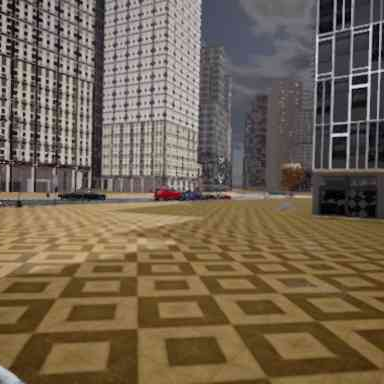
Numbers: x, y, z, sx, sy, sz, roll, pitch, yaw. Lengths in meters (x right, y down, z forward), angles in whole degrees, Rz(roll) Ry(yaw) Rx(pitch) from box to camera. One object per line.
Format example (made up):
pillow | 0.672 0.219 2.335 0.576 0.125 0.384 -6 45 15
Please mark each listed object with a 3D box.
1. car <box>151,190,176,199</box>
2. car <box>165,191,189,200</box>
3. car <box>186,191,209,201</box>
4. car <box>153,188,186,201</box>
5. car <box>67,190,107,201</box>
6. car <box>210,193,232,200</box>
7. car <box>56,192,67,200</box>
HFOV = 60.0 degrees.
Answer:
car | -5.465 0.473 64.118 2.128 1.511 4.902 2 1 33
car | -2.739 0.600 62.354 1.837 1.490 4.892 2 1 33
car | 0.387 0.590 55.175 2.097 1.767 4.553 2 1 34
car | -3.884 0.349 54.616 2.150 2.045 5.566 2 1 34
car | -14.126 0.543 45.640 1.895 1.301 4.718 2 1 35
car | 5.897 0.885 63.906 1.895 1.301 4.718 2 1 31
car | -16.600 0.395 47.759 2.033 1.411 5.357 2 1 35
